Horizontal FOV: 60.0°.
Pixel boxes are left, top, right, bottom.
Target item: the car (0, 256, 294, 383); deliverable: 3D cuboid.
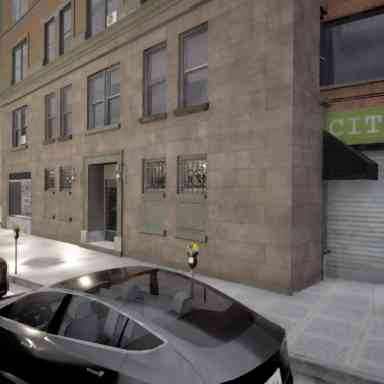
[{"bbox_3d":[-1.056,1.565,3.824,4.313,1.339,1.947,0,1,35],"label":"car"}]
